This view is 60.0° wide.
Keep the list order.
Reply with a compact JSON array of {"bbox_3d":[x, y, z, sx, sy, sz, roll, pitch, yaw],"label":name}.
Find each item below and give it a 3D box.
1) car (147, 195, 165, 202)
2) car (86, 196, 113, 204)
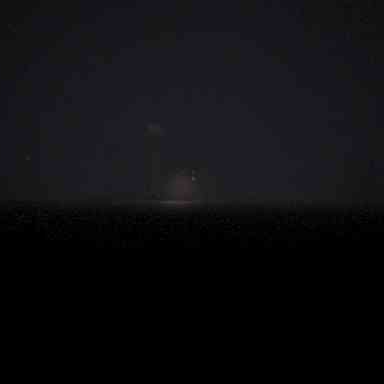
[{"bbox_3d":[-8.310,1.425,77.129,1.837,1.490,4.892,1,0,36],"label":"car"},{"bbox_3d":[-17.772,1.532,63.917,2.033,1.411,5.357,1,0,36],"label":"car"}]
